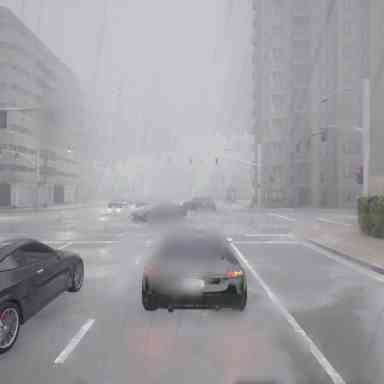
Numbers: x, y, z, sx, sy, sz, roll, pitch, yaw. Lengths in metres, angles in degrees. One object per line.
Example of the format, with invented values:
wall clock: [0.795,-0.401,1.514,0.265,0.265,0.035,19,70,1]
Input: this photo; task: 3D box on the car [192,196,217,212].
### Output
car: [0.868,1.352,39.178,2.097,1.767,4.553,1,0,-34]

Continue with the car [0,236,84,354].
car: [-3.460,1.526,5.956,1.812,1.442,4.674,0,0,0]

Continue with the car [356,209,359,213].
car: [17.300,1.564,30.268,4.181,1.385,1.994,0,0,0]

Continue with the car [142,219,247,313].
car: [0.050,1.564,7.758,1.994,1.385,4.181,0,0,0]

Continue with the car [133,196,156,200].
car: [-7.168,1.547,50.757,2.033,1.411,5.357,0,0,0]

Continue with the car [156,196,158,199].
car: [-7.173,1.504,60.772,1.837,1.490,4.892,0,0,0]

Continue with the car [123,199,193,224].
car: [-2.517,1.526,25.244,4.674,1.442,1.812,0,0,-40]

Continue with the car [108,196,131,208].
car: [-10.674,1.547,48.227,2.033,1.411,5.357,0,0,0]

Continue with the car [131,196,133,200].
car: [-10.682,1.504,57.917,1.837,1.490,4.892,0,0,0]
